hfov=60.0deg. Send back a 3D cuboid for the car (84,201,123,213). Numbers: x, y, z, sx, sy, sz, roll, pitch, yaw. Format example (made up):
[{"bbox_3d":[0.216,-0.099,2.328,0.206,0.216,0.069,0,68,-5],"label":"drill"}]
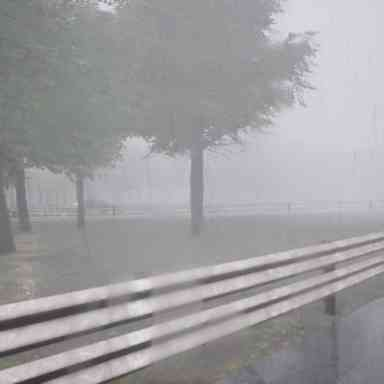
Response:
[{"bbox_3d":[-11.614,2.005,42.806,5.566,2.045,2.150,-1,0,-5],"label":"car"}]
